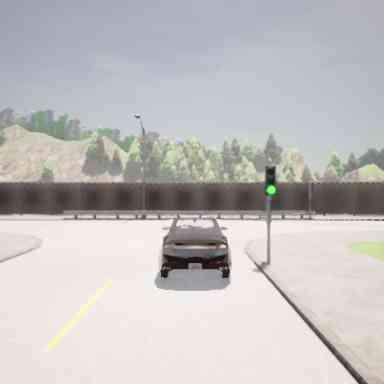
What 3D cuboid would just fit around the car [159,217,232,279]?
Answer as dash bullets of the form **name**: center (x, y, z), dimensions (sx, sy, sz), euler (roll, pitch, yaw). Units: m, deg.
- **car**: center (0.087, 1.508, 10.132), dimensions (2.128, 1.511, 4.902), euler (0, 0, 0)
